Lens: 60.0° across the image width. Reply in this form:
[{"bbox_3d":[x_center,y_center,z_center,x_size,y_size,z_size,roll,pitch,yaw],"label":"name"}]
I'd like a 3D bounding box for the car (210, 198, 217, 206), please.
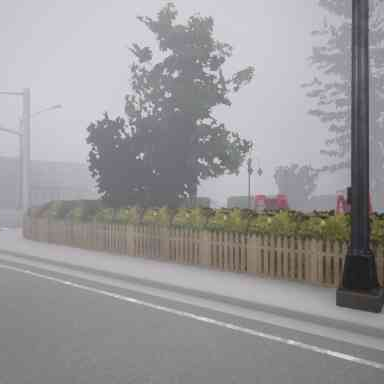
[{"bbox_3d":[1.994,1.601,52.860,1.895,1.301,4.718,0,0,36],"label":"car"}]
